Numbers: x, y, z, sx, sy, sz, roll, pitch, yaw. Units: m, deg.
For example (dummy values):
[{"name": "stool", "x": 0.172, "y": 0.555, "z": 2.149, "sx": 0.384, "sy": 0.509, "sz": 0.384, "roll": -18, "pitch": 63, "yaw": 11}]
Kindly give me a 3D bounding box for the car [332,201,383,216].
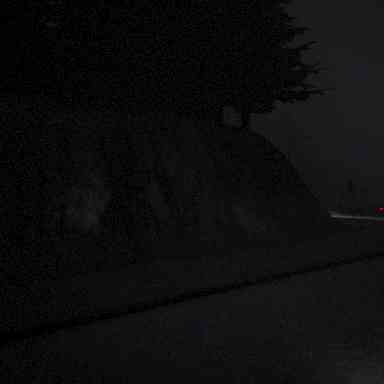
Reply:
[{"name": "car", "x": 16.534, "y": 1.547, "z": 32.553, "sx": 2.033, "sy": 1.411, "sz": 5.357, "roll": 0, "pitch": 0, "yaw": -30}]
